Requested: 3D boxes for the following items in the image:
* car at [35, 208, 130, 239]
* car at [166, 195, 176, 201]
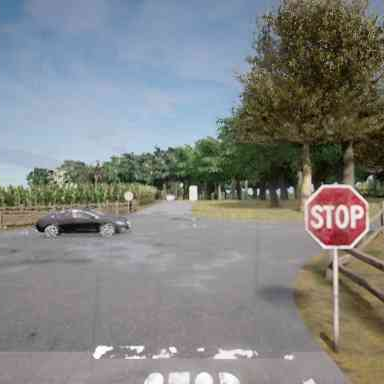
[{"bbox_3d":[-5.825,1.638,17.962,4.902,1.511,2.128,-1,-1,0],"label":"car"},{"bbox_3d":[-4.810,1.336,75.011,1.812,1.442,4.674,0,0,0],"label":"car"}]
